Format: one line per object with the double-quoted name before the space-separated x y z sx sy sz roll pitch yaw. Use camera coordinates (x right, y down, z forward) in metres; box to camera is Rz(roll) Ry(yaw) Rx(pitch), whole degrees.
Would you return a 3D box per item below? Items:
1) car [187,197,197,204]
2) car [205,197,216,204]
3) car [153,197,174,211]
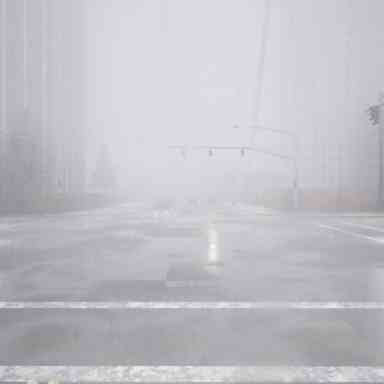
"car" 0.030 1.564 64.985 1.994 1.385 4.181 0 0 0
"car" 3.530 1.601 65.014 1.895 1.301 4.718 0 0 0
"car" -3.580 1.564 40.787 1.994 1.385 4.181 0 0 0
